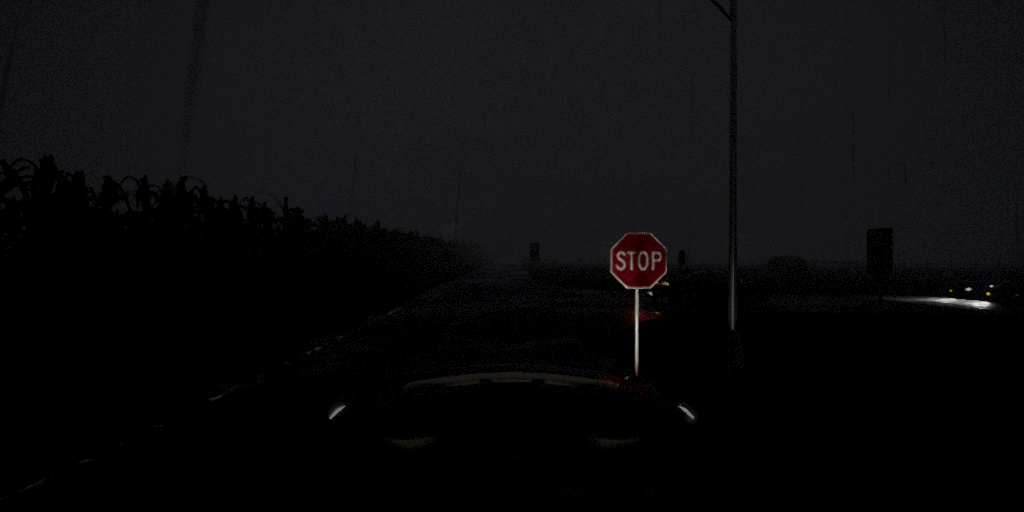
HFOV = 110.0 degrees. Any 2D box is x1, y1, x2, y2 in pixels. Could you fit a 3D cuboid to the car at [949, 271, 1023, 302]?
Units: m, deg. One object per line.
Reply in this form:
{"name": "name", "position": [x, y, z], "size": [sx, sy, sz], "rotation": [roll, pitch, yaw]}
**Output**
{"name": "car", "position": [23.935, 1.432, 17.200], "size": [4.181, 1.385, 1.994], "rotation": [0, 0, 1]}

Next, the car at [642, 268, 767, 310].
{"name": "car", "position": [7.646, 1.237, 14.274], "size": [4.902, 1.511, 2.128], "rotation": [0, -1, -13]}
